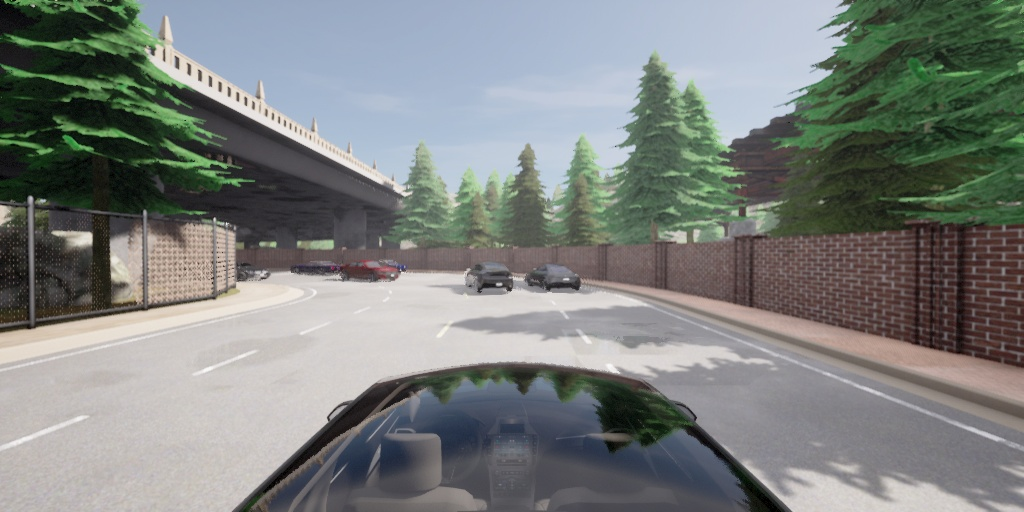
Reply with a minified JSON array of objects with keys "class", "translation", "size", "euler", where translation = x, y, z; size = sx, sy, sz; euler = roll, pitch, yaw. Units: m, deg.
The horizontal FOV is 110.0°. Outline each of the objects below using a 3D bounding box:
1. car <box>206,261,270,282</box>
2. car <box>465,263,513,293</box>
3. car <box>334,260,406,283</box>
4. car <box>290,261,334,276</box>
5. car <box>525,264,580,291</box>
[{"class":"car","translation":[-20.082,1.082,26.230],"size":[4.674,1.442,1.812],"euler":[0,0,16]},{"class":"car","translation":[-1.338,1.113,19.849],"size":[1.837,1.490,4.892],"euler":[1,0,-17]},{"class":"car","translation":[-10.295,1.038,25.847],"size":[5.008,1.535,1.882],"euler":[0,0,32]},{"class":"car","translation":[-18.047,1.103,33.194],"size":[4.718,1.301,1.895],"euler":[0,0,16]},{"class":"car","translation":[2.236,1.167,20.541],"size":[1.994,1.385,4.181],"euler":[0,0,-16]}]
